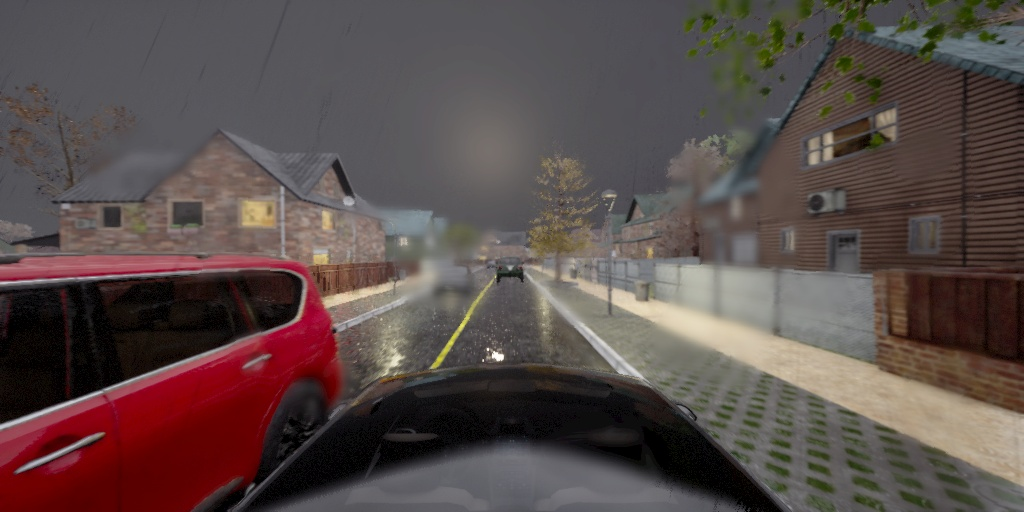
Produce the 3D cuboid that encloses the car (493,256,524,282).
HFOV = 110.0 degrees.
[{"bbox_3d":[-0.166,1.035,29.715,2.150,2.045,5.566,0,0,-1],"label":"car"}]

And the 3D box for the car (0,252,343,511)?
[{"bbox_3d":[-2.834,0.994,1.531,2.150,2.045,5.566,0,0,-1],"label":"car"}]

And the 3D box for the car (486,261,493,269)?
[{"bbox_3d":[-3.349,1.533,61.072,2.033,1.411,5.357,0,0,0],"label":"car"}]

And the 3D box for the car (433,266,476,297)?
[{"bbox_3d":[-3.001,1.308,19.518,1.837,1.490,4.892,0,0,-1],"label":"car"}]
